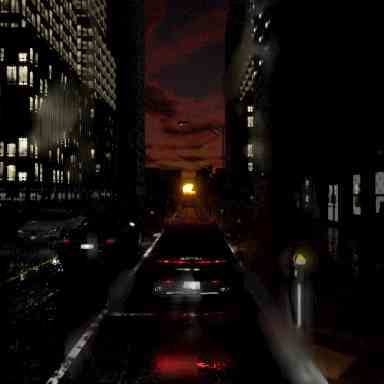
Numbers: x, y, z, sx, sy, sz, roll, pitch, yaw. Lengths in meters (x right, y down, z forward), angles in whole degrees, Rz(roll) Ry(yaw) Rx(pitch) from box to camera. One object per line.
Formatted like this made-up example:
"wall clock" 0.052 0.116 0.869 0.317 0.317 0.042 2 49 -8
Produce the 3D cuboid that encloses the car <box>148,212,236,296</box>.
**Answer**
"car" 0.000 1.503 8.649 1.837 1.490 4.892 0 0 0

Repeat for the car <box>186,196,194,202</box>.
"car" -0.452 1.533 78.399 1.802 1.307 4.206 0 0 0

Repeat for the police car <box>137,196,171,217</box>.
"police car" -3.145 1.417 28.744 1.930 1.638 5.238 0 0 0

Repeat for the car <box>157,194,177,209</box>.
"car" -3.045 1.334 43.802 2.097 1.767 4.553 0 0 0

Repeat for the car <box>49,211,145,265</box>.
"car" -3.046 1.562 11.689 1.994 1.385 4.181 0 0 0

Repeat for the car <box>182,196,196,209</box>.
"car" -0.452 1.548 44.248 1.947 1.339 4.313 0 0 0

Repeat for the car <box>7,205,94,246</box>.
"car" -6.232 1.523 15.365 1.812 1.442 4.674 0 0 0

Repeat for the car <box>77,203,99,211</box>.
"car" -8.832 1.575 27.183 1.802 1.307 4.206 0 0 0

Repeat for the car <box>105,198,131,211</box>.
"car" -8.833 1.537 38.569 2.008 1.369 4.403 0 0 0

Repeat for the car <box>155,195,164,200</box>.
"car" -8.832 1.504 89.799 1.947 1.339 4.313 0 0 0

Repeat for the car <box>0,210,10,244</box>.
"car" -8.833 1.563 15.800 1.947 1.339 4.313 0 0 0

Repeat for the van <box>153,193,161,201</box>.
"van" -8.831 1.285 84.106 1.690 1.788 3.998 0 0 0

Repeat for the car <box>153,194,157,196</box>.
"car" -8.832 1.391 78.413 1.967 1.590 4.097 0 0 0

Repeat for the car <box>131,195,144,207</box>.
"car" -8.833 1.523 49.953 1.887 1.381 4.507 0 0 0
